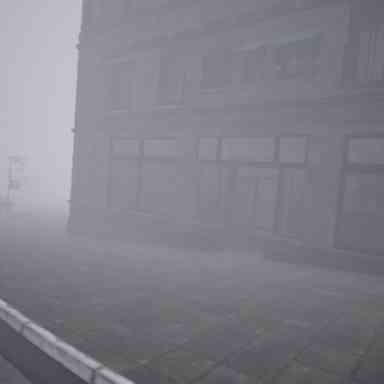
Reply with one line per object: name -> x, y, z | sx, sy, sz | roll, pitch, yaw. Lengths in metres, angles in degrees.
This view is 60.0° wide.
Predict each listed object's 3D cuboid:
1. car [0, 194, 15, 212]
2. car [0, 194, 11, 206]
car -> -20.098, 1.234, 34.771 | 1.882, 1.535, 5.008 | 4, -1, -12
car -> -25.517, 0.990, 43.535 | 1.812, 1.442, 4.674 | 4, 0, -10
